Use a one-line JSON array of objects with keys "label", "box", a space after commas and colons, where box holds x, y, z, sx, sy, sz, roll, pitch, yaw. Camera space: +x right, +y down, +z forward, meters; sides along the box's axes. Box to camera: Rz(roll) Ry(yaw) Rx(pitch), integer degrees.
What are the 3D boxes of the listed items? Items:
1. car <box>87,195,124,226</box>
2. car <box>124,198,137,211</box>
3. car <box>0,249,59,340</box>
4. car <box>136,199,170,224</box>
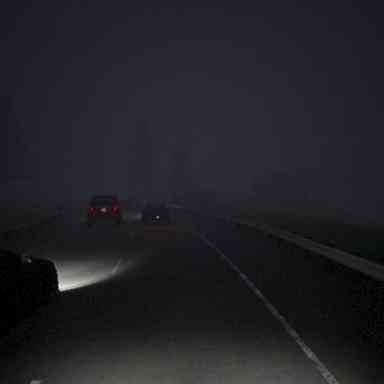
[{"label": "car", "box": [-6.046, 1.208, 23.322, 2.150, 2.045, 5.566, 0, 0, -12]}, {"label": "car", "box": [-7.451, 1.449, 40.776, 1.882, 1.535, 5.008, 0, 0, -20]}, {"label": "car", "box": [-3.713, 1.565, 5.315, 1.994, 1.385, 4.181, 0, 0, -3]}, {"label": "car", "box": [-2.767, 1.471, 24.513, 2.128, 1.511, 4.902, 0, 0, -12]}]
